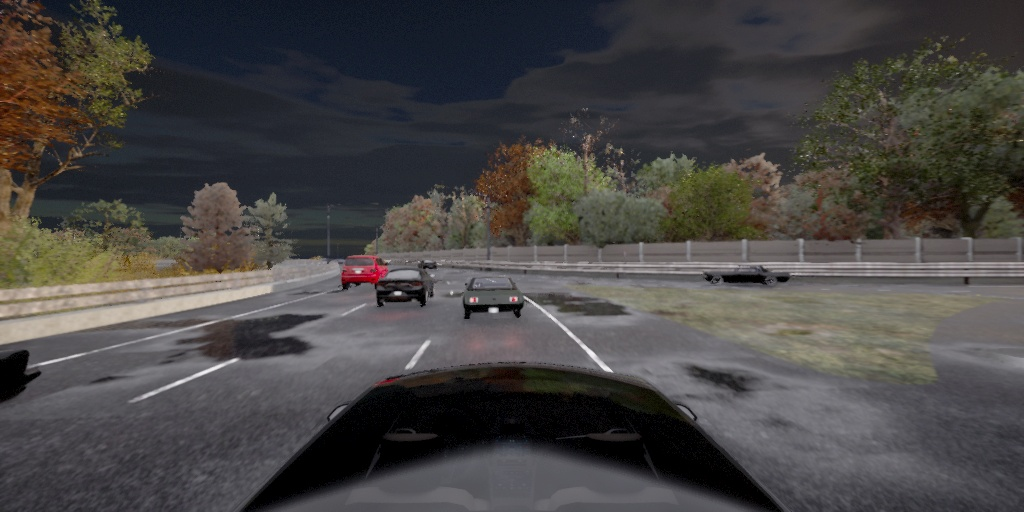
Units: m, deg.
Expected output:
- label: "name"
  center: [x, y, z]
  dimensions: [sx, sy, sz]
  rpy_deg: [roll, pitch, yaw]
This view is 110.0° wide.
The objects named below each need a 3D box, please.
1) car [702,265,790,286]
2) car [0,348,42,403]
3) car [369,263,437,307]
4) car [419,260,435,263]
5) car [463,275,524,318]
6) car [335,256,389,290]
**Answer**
- label: "car"
  center: [15.118, 1.262, 23.530]
  dimensions: [4.718, 1.301, 1.895]
  rpy_deg: [0, 0, 22]
- label: "car"
  center: [-7.022, 1.387, 2.450]
  dimensions: [1.895, 1.301, 4.718]
  rpy_deg: [0, 0, -1]
- label: "car"
  center: [-4.543, 1.245, 15.821]
  dimensions: [1.882, 1.535, 5.008]
  rpy_deg: [0, 0, -7]
- label: "car"
  center: [-12.444, 1.270, 52.488]
  dimensions: [1.882, 1.535, 5.008]
  rpy_deg: [0, 0, -26]
- label: "car"
  center: [-0.780, 1.350, 13.054]
  dimensions: [1.895, 1.301, 4.718]
  rpy_deg: [0, 0, -6]
- label: "car"
  center: [-9.388, 1.011, 23.257]
  dimensions: [2.150, 2.045, 5.566]
  rpy_deg: [0, 0, -11]
